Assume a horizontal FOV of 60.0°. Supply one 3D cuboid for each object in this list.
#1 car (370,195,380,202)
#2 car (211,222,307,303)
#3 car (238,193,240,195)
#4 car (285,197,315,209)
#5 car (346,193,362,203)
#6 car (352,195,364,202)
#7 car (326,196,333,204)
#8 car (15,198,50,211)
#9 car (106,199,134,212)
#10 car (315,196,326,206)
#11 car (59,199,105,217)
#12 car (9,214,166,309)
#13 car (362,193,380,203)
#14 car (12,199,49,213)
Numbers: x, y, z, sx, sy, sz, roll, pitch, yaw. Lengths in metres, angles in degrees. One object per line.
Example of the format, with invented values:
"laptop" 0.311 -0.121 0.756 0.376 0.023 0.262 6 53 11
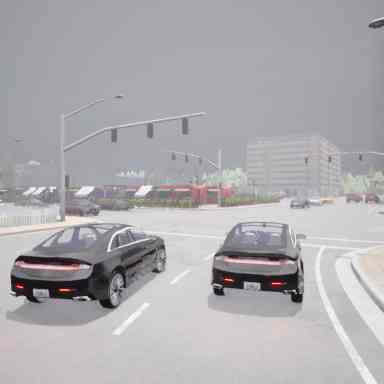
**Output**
"car" 42.463 1.524 77.297 1.812 1.442 4.674 0 0 32
"car" 1.783 1.492 8.358 2.128 1.511 4.902 0 0 17
"car" 11.527 1.209 88.628 4.605 1.855 1.932 0 0 32
"car" 15.146 1.491 46.470 2.128 1.511 4.902 0 0 32
"car" 34.124 1.225 70.434 2.150 2.045 5.566 0 0 32
"car" 39.702 1.540 79.488 2.033 1.411 5.357 0 0 32
"car" 25.683 1.478 63.429 1.882 1.535 5.008 0 0 32
"car" -20.365 1.581 42.508 4.674 1.442 1.812 0 0 32
"car" -9.512 1.603 40.070 5.357 1.411 2.033 0 0 32
"car" 20.318 1.526 54.846 1.812 1.442 4.674 0 0 32
"car" -11.003 1.619 32.491 4.181 1.385 1.994 0 0 33
"car" -2.035 1.492 7.980 2.128 1.511 4.902 0 0 12
"car" 36.910 1.225 68.284 2.150 2.045 5.566 0 0 32
"car" -18.117 1.619 36.966 4.181 1.385 1.994 0 0 32
